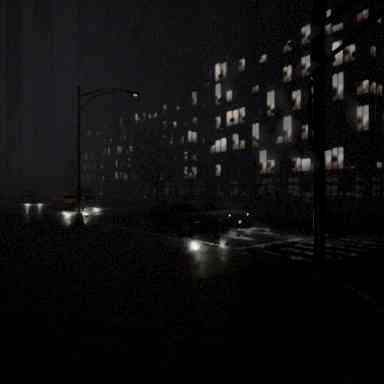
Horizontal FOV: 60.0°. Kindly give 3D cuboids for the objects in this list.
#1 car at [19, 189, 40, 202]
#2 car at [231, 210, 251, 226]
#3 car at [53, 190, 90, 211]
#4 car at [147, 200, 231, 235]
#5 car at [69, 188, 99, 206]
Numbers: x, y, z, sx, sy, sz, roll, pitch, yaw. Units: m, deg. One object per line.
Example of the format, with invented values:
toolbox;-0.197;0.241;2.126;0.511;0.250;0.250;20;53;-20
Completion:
car;-21.925;0.417;44.893;1.837;1.490;4.892;0;1;-38
car;1.320;1.324;20.332;1.895;1.301;4.718;0;1;-38
car;-11.792;0.893;31.781;1.882;1.535;5.008;0;1;-38
car;-0.535;1.227;17.425;1.882;1.535;5.008;0;2;-37
car;-12.573;0.531;38.068;2.150;2.045;5.566;0;1;-38
